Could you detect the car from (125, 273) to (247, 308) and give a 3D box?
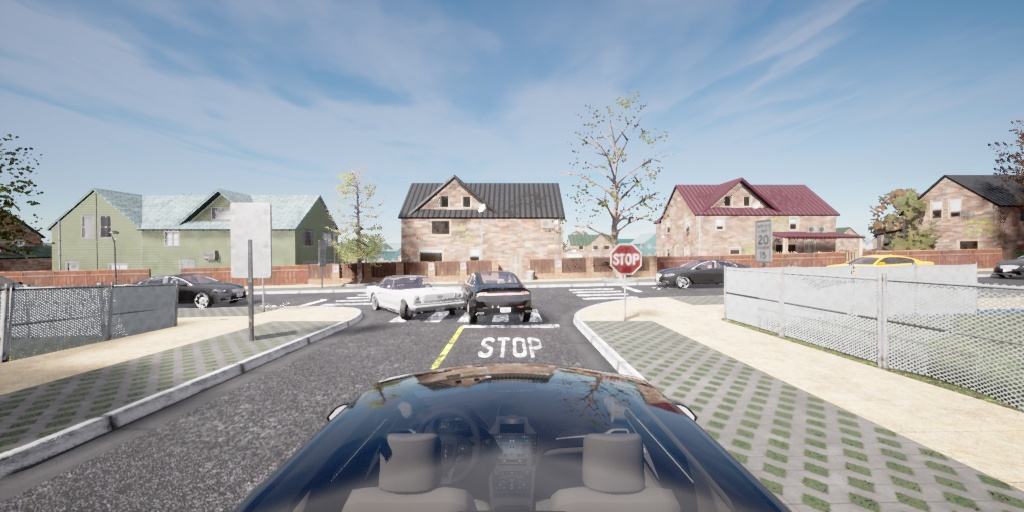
[{"bbox_3d":[-14.899,1.566,16.378,4.902,1.511,2.128,-1,1,0],"label":"car"}]

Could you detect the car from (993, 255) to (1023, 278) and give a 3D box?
[{"bbox_3d":[29.390,0.478,19.494,4.902,1.511,2.128,-1,1,0],"label":"car"}]

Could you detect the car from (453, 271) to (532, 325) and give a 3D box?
[{"bbox_3d":[-0.683,1.242,12.020,2.128,1.511,4.902,0,0,-12],"label":"car"}]

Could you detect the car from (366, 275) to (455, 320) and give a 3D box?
[{"bbox_3d":[-3.600,1.368,12.880,1.895,1.301,4.718,0,0,-38],"label":"car"}]

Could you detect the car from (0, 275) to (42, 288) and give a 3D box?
[{"bbox_3d":[-24.236,1.648,16.340,4.553,1.767,2.097,-1,1,0],"label":"car"}]

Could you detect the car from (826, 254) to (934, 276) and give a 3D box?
[{"bbox_3d":[19.765,0.690,19.460,5.008,1.535,1.882,-1,1,-1],"label":"car"}]

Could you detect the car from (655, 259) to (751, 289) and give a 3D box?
[{"bbox_3d":[10.335,0.925,19.426,4.902,1.511,2.128,-1,1,0],"label":"car"}]
